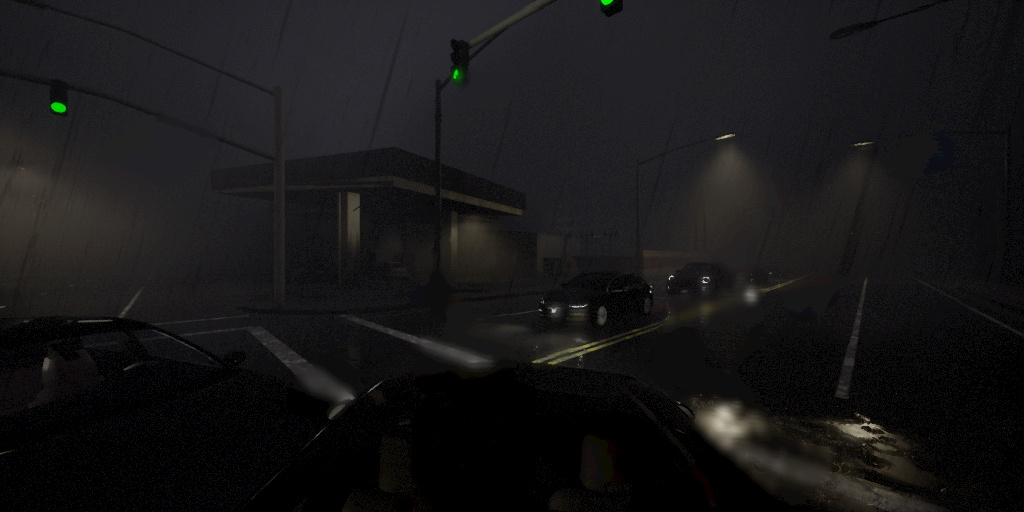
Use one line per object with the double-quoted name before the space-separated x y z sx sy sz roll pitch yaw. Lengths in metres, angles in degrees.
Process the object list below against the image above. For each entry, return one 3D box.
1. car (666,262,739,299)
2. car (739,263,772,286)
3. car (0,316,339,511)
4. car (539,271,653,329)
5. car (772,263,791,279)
"car" 9.698 1.101 18.384 4.553 1.767 2.097 0 0 -45
"car" 16.616 1.312 25.303 1.994 1.385 4.181 0 0 44
"car" -3.424 1.242 2.505 4.902 1.511 2.128 0 0 15
"car" 2.867 1.254 11.530 1.837 1.490 4.892 0 0 45
"car" 23.741 1.312 32.365 4.181 1.385 1.994 0 0 -45
